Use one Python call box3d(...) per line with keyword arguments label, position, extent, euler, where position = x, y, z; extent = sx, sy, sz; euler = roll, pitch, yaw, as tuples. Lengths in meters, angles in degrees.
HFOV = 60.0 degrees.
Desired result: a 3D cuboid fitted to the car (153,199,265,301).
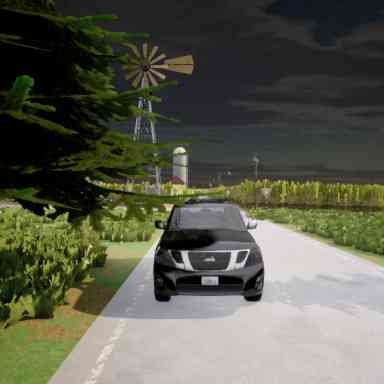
box3d(label="car", position=(0.334, 1.221, 8.660), extent=(2.150, 2.045, 5.566), euler=(0, 0, 0))
